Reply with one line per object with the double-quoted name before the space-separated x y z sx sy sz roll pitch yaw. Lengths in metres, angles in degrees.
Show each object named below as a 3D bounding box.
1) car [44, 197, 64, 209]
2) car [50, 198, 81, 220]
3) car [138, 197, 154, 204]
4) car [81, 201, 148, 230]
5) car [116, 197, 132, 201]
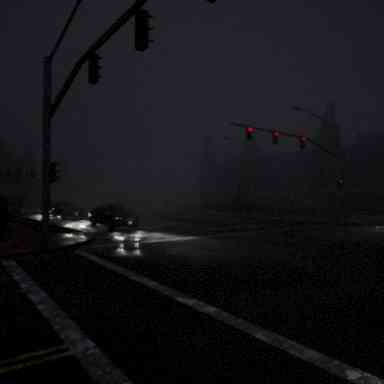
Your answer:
"car" -19.612 1.562 47.358 1.882 1.535 5.008 1 0 -13
"car" -10.890 1.554 29.343 2.128 1.511 4.902 1 0 -35
"car" -9.521 1.765 69.410 1.882 1.535 5.008 0 0 17
"car" -5.145 1.562 21.702 2.128 1.511 4.902 1 0 -38
"car" -13.646 1.732 66.963 2.128 1.511 4.902 0 0 10
